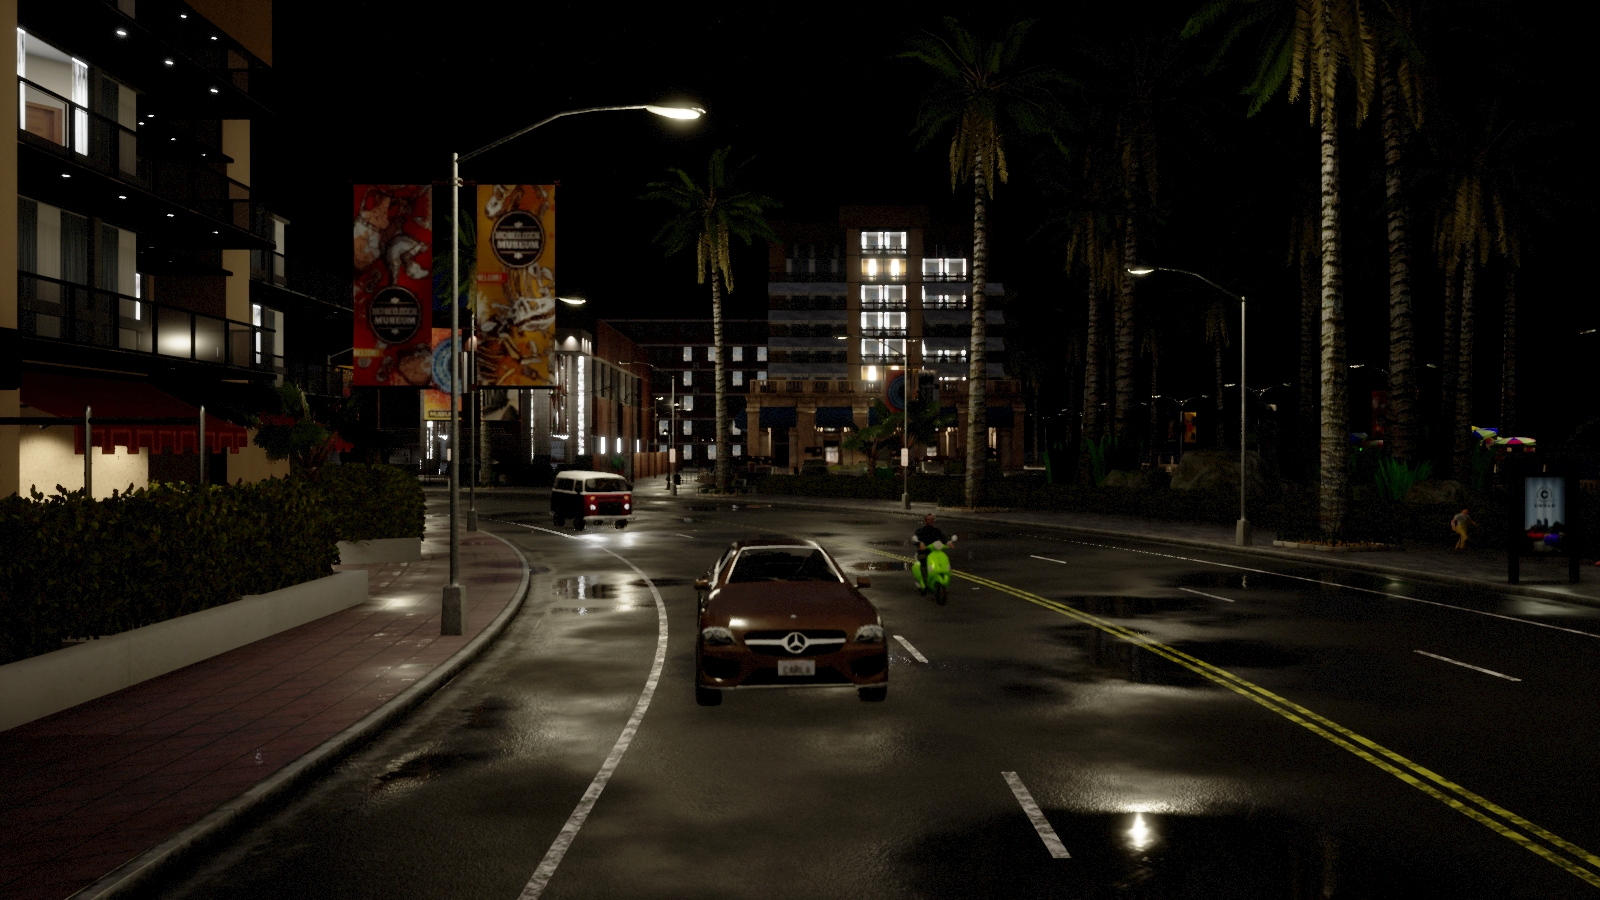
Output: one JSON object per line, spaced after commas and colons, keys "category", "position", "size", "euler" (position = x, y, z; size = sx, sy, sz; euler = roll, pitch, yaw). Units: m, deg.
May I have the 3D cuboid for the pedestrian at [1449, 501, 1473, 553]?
{"category": "pedestrian", "position": [16.967, 1.978, 29.311], "size": [0.375, 1.300, 0.375], "euler": [0, 0, -14]}

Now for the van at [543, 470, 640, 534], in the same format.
{"category": "van", "position": [-7.465, 1.782, 40.575], "size": [2.069, 2.038, 4.480], "euler": [0, 0, -29]}

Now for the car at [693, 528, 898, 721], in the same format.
{"category": "car", "position": [-0.254, 1.992, 14.482], "size": [2.152, 1.651, 5.027], "euler": [0, 0, -5]}
